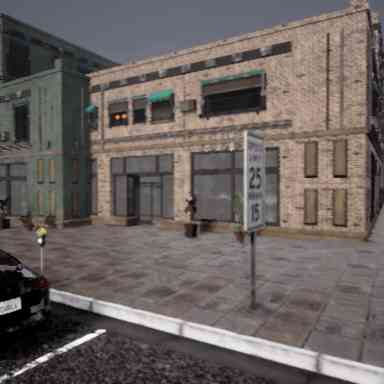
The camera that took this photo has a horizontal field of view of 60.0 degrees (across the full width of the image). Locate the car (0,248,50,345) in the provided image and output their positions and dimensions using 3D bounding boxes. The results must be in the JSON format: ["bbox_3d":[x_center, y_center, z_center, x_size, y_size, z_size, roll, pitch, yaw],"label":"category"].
[{"bbox_3d":[-4.160,1.538,5.443,4.313,1.339,1.947,0,1,32],"label":"car"}]
